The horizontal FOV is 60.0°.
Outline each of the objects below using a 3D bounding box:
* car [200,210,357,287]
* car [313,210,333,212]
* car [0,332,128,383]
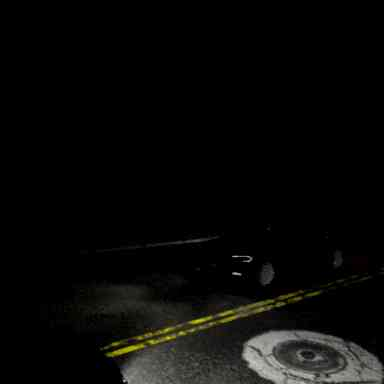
[{"bbox_3d":[2.501,1.501,9.559,5.008,1.535,1.882,0,0,-36],"label":"car"},{"bbox_3d":[5.953,1.595,16.161,5.357,1.411,2.033,0,0,-37],"label":"car"},{"bbox_3d":[-2.322,1.562,1.811,4.181,1.385,1.994,0,0,-35],"label":"car"}]
